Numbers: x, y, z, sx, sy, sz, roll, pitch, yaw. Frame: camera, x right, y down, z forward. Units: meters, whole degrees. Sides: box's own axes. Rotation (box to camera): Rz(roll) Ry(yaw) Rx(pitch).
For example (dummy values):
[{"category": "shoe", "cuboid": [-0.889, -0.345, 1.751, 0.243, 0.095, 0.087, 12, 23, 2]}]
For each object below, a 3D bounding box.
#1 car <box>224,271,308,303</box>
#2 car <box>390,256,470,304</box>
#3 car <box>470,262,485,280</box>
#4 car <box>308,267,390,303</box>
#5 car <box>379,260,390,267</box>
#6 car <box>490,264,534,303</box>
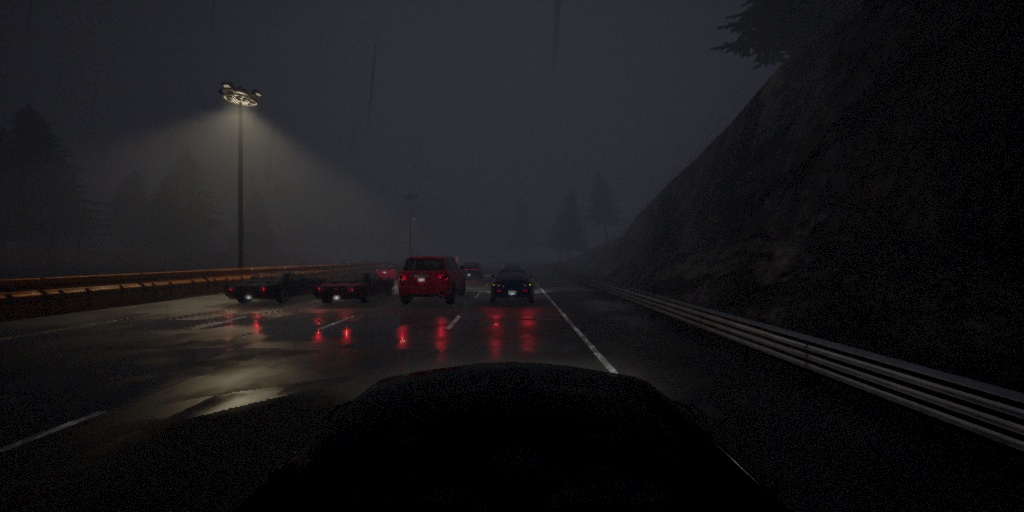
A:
[{"category": "car", "cuboid": [-10.494, 1.366, 16.523, 1.895, 1.301, 4.718, 0, 0, 0]}, {"category": "car", "cuboid": [-3.494, 1.008, 16.515, 2.150, 2.045, 5.566, 0, 0, 0]}, {"category": "car", "cuboid": [-3.475, 1.267, 31.485, 1.837, 1.490, 4.892, 0, 0, 0]}, {"category": "car", "cuboid": [-6.994, 1.366, 16.519, 1.895, 1.301, 4.718, 0, 0, 0]}, {"category": "car", "cuboid": [-10.475, 1.323, 31.493, 1.994, 1.385, 4.181, 0, 0, 0]}, {"category": "car", "cuboid": [0.006, 1.283, 16.480, 1.812, 1.442, 4.674, 0, 0, 0]}]
